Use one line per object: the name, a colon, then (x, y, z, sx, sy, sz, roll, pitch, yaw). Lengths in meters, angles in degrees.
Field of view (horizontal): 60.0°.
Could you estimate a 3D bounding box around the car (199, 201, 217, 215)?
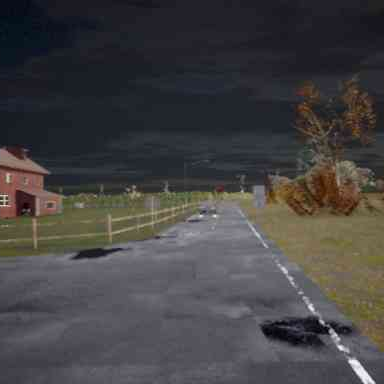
car: (2.079, 1.905, 41.984, 2.097, 1.767, 4.553, -1, -1, 6)
